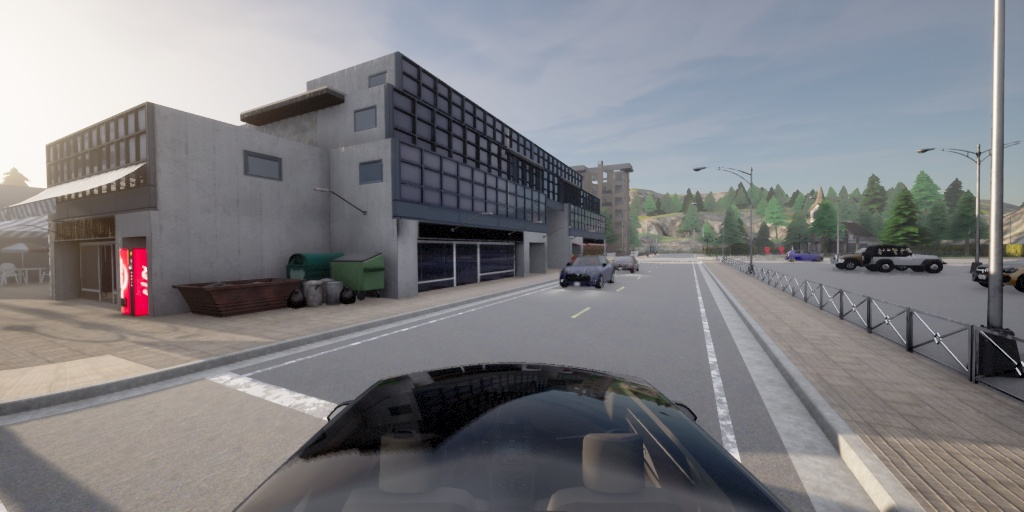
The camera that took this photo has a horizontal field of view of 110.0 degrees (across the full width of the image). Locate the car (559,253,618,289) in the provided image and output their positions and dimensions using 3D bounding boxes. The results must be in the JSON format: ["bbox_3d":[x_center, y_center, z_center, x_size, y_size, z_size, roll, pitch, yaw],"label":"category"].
[{"bbox_3d":[4.176,0.754,19.613,2.097,1.767,4.553,0,1,26],"label":"car"}]

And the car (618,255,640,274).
[{"bbox_3d":[9.665,0.671,30.650,1.812,1.442,4.674,0,1,26],"label":"car"}]
